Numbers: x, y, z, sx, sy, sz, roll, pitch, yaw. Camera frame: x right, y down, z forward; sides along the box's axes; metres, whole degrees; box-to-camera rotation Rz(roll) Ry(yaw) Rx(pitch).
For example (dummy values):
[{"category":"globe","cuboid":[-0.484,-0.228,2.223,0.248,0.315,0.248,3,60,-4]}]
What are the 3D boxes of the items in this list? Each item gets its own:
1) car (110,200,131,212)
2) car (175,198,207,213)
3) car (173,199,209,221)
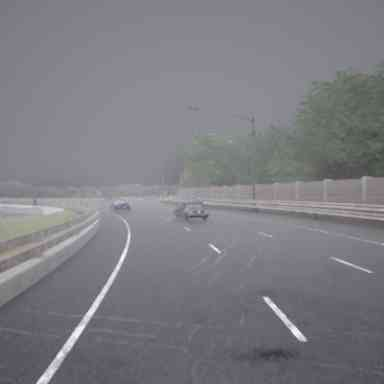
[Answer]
[{"category":"car","cuboid":[-9.035,1.675,41.816,1.812,1.442,4.674,0,0,-24]},{"category":"car","cuboid":[-0.159,1.533,38.649,2.128,1.511,4.902,0,0,-21]},{"category":"car","cuboid":[-0.147,1.578,27.713,2.033,1.411,5.357,-1,0,-16]}]
